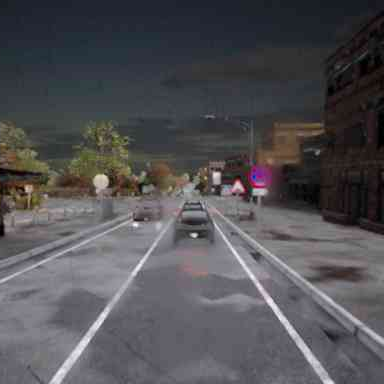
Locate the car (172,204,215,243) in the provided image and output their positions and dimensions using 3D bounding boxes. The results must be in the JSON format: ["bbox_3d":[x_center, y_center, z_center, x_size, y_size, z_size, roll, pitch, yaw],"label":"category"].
[{"bbox_3d":[0.094,1.557,16.329,1.837,1.490,4.892,0,0,0],"label":"car"}]

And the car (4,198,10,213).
[{"bbox_3d":[-22.156,1.677,34.527,4.792,1.488,2.163,0,0,0],"label":"car"}]

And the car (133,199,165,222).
[{"bbox_3d":[-3.353,1.375,26.518,2.097,1.767,4.553,0,0,0],"label":"car"}]

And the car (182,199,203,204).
[{"bbox_3d":[0.092,1.467,32.991,2.128,1.511,4.902,0,1,0],"label":"car"}]

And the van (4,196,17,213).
[{"bbox_3d":[-22.014,1.436,37.302,4.442,1.987,1.878,0,0,0],"label":"van"}]
